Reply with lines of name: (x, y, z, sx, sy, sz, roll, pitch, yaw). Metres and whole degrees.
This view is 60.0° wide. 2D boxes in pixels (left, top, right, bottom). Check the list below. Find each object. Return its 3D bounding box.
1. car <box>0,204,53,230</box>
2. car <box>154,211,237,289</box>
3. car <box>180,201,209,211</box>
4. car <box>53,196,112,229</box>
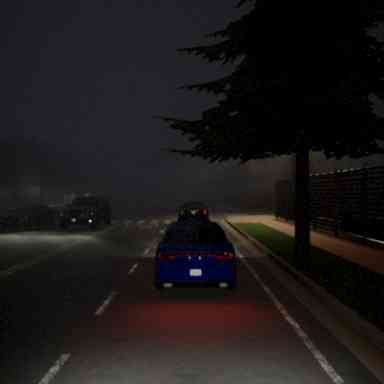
car: (-10.521, 1.557, 21.787, 1.882, 1.535, 5.008, 0, 0, 0)
car: (0.080, 1.511, 9.301, 1.882, 1.535, 5.008, 0, 0, 0)
car: (0.168, 1.440, 24.734, 2.097, 1.767, 4.553, 0, 0, 2)
car: (-7.013, 1.324, 22.499, 2.150, 2.045, 5.566, 0, 0, 0)
